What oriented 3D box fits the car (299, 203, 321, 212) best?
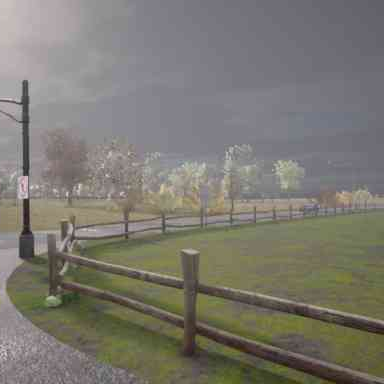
[{"bbox_3d":[18.823,2.449,53.022,2.033,1.411,5.357,-1,-2,40],"label":"car"}]
